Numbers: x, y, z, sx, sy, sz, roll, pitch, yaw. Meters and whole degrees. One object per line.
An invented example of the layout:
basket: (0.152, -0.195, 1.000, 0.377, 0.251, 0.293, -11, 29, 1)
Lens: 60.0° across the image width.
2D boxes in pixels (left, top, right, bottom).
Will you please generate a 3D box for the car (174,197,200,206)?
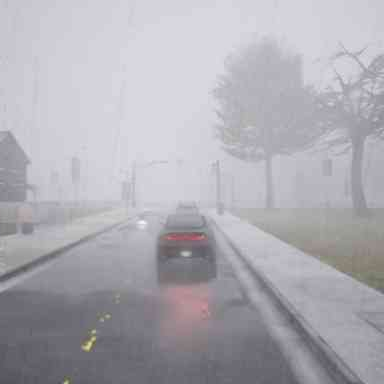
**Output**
car: (-0.360, 1.442, 26.591, 2.128, 1.511, 4.902, -1, 0, 0)

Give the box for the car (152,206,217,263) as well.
car: (-0.185, 1.487, 11.823, 1.837, 1.490, 4.892, -1, 0, 0)

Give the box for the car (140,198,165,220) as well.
car: (-3.274, 1.500, 28.241, 1.812, 1.442, 4.674, -1, 0, -1)
